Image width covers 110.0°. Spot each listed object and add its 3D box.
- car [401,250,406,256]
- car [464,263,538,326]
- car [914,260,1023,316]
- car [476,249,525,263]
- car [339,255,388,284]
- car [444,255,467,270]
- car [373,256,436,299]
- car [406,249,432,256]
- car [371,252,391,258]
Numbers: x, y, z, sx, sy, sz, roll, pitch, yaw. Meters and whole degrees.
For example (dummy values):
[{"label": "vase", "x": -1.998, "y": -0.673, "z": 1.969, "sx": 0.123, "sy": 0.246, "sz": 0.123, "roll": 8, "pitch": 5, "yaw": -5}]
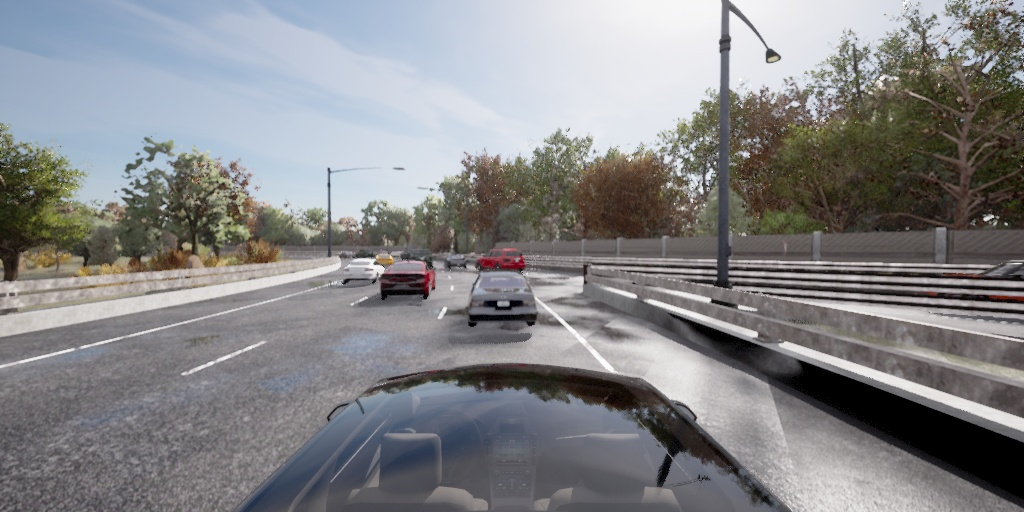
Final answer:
[{"label": "car", "x": -17.424, "y": -0.125, "z": 61.587, "sx": 2.150, "sy": 2.045, "sz": 5.566, "roll": -1, "pitch": 1, "yaw": -32}, {"label": "car", "x": -0.365, "y": 1.127, "z": 10.973, "sx": 2.033, "sy": 1.411, "sz": 5.357, "roll": 0, "pitch": 1, "yaw": -4}, {"label": "car", "x": 15.340, "y": 0.886, "z": 10.629, "sx": 4.553, "sy": 1.767, "sz": 2.097, "roll": 2, "pitch": 2, "yaw": 43}, {"label": "car", "x": -1.040, "y": 0.451, "z": 30.507, "sx": 2.150, "sy": 2.045, "sz": 5.566, "roll": -1, "pitch": 1, "yaw": -32}, {"label": "car", "x": -9.150, "y": 0.902, "z": 22.327, "sx": 1.812, "sy": 1.442, "sz": 4.674, "roll": 0, "pitch": 1, "yaw": -11}, {"label": "car", "x": -5.981, "y": 0.589, "z": 37.413, "sx": 2.128, "sy": 1.511, "sz": 4.902, "roll": 0, "pitch": 1, "yaw": -18}, {"label": "car", "x": -4.535, "y": 0.965, "z": 16.145, "sx": 1.882, "sy": 1.535, "sz": 5.008, "roll": 0, "pitch": 1, "yaw": -7}, {"label": "car", "x": -9.386, "y": 0.334, "z": 36.682, "sx": 2.150, "sy": 2.045, "sz": 5.566, "roll": 0, "pitch": 1, "yaw": -18}, {"label": "car", "x": -13.976, "y": 0.550, "z": 39.036, "sx": 1.882, "sy": 1.535, "sz": 5.008, "roll": 0, "pitch": 1, "yaw": -20}]
